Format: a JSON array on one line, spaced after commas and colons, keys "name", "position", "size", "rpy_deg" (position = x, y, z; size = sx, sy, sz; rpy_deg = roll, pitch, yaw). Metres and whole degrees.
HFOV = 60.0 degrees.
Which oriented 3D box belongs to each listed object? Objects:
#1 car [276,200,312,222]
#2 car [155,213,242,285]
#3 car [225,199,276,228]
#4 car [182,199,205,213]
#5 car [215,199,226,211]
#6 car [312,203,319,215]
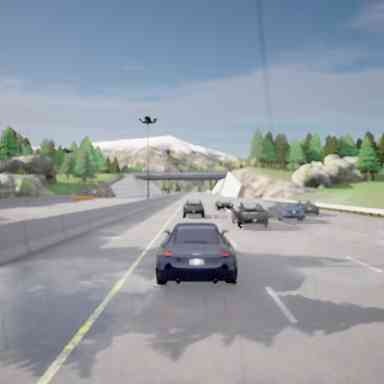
[{"name": "car", "position": [7.147, 1.465, 25.791], "size": [2.033, 1.411, 5.357], "rpy_deg": [0, 0, 0]}, {"name": "car", "position": [0.111, 1.531, 9.445], "size": [1.994, 1.385, 4.181], "rpy_deg": [0, 0, 0]}, {"name": "car", "position": [3.640, 1.420, 21.561], "size": [2.128, 1.511, 4.902], "rpy_deg": [0, 0, 0]}, {"name": "car", "position": [0.156, 1.388, 29.796], "size": [2.128, 1.511, 4.902], "rpy_deg": [0, 0, 0]}, {"name": "car", "position": [3.674, 1.470, 38.687], "size": [1.895, 1.301, 4.718], "rpy_deg": [0, 0, 0]}, {"name": "car", "position": [10.660, 1.463, 32.107], "size": [1.994, 1.385, 4.181], "rpy_deg": [0, 0, 0]}]
